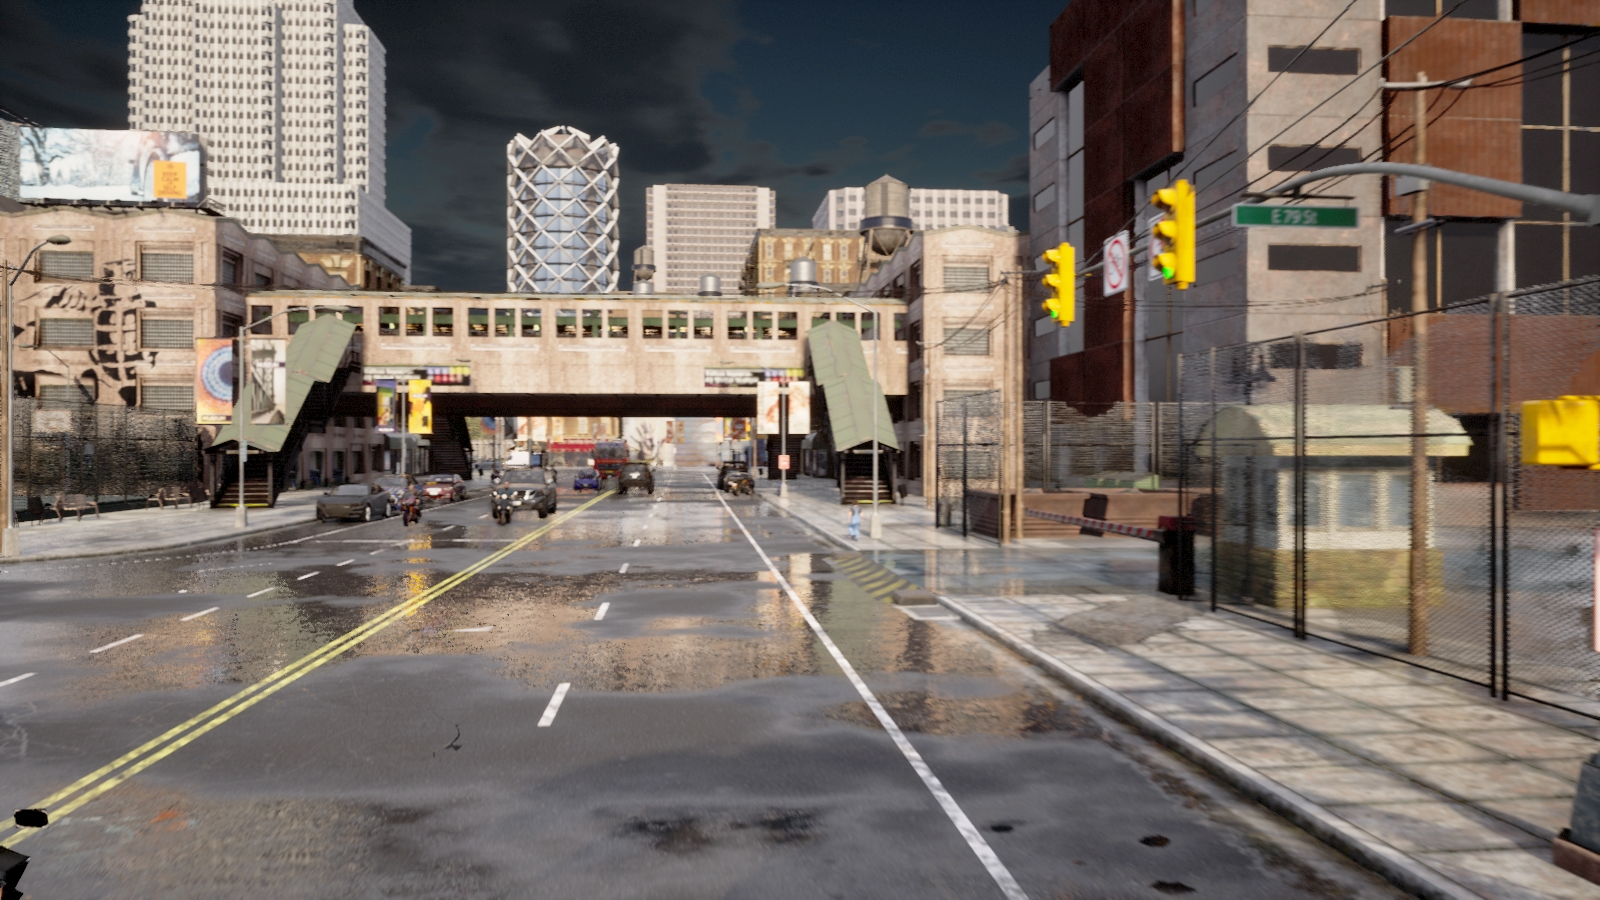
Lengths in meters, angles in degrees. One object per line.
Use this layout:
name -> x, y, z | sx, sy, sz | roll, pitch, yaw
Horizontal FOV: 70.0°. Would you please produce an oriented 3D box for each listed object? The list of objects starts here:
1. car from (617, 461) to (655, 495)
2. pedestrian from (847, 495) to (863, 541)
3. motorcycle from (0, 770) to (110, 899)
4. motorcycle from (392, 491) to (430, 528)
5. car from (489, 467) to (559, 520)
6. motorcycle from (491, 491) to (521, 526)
car -> -10.638, 1.777, 74.508 | 2.150, 2.045, 5.566 | 0, 0, -5
pedestrian -> 1.599, 1.972, 33.093 | 0.375, 1.300, 0.375 | 0, 0, -13
motorcycle -> -3.755, 2.206, 4.509 | 0.867, 1.251, 2.209 | 0, 0, -4
motorcycle -> -14.555, 2.208, 42.846 | 0.867, 1.251, 2.209 | 0, 0, -6
car -> -11.603, 1.781, 48.430 | 2.150, 2.045, 5.566 | 0, 0, -6
motorcycle -> -11.051, 2.183, 42.997 | 0.856, 1.236, 1.805 | 0, 0, -6
